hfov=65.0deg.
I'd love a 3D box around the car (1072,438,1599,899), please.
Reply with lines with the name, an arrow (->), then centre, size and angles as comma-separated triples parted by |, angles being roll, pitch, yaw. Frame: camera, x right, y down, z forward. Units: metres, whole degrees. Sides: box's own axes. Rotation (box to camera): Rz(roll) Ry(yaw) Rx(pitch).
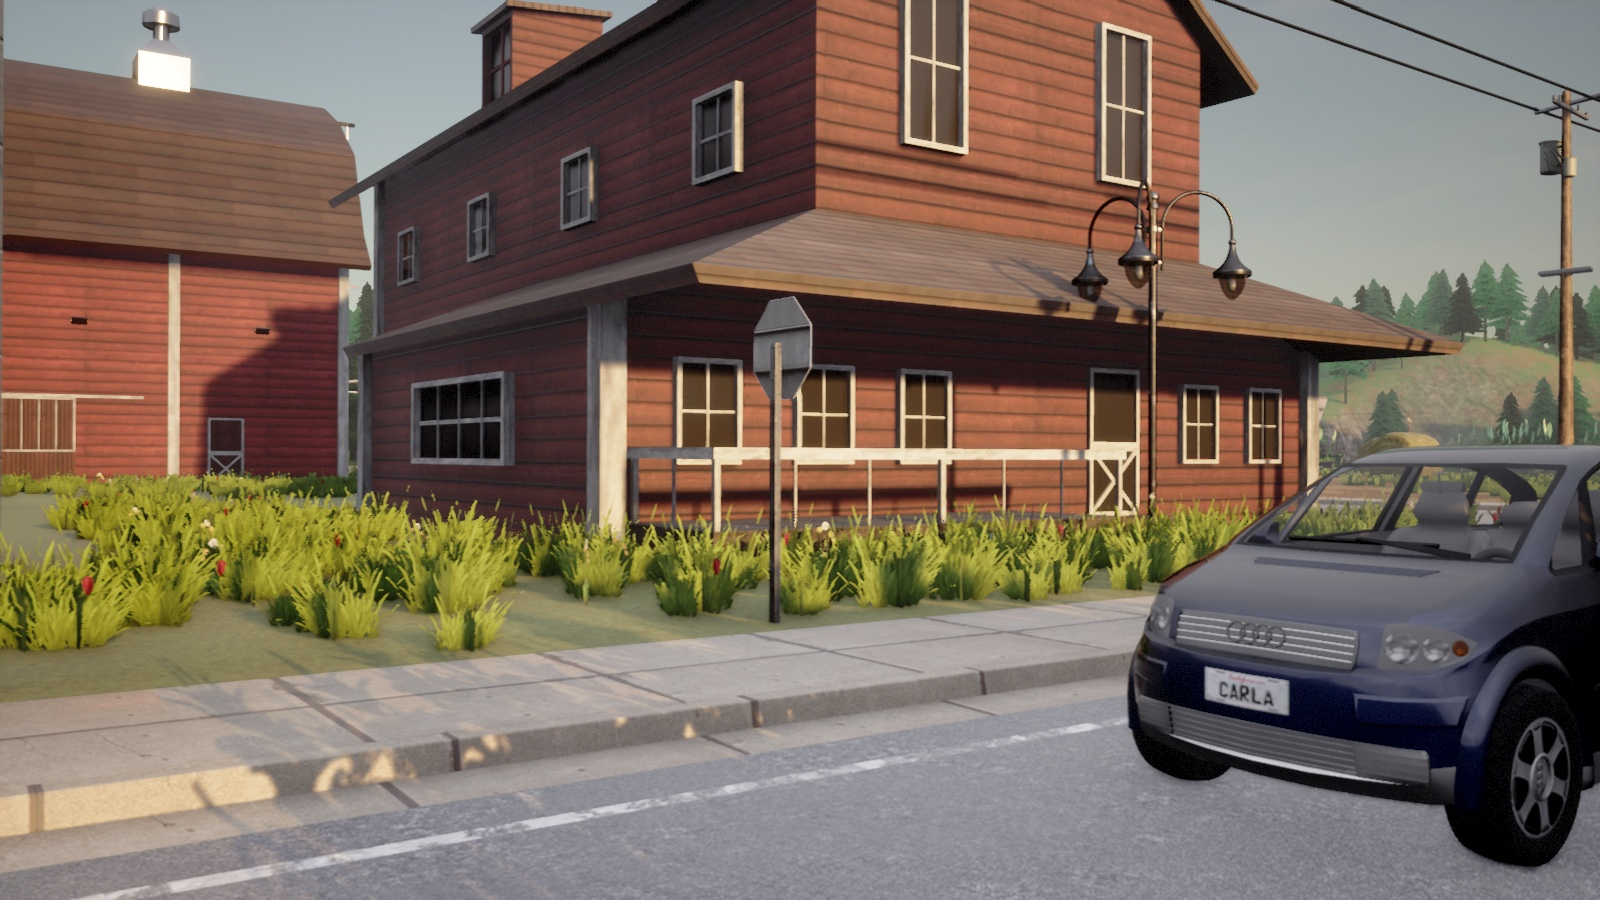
car -> 3.243, 0.742, 5.918 | 3.705, 1.549, 1.789 | 0, 0, -35
